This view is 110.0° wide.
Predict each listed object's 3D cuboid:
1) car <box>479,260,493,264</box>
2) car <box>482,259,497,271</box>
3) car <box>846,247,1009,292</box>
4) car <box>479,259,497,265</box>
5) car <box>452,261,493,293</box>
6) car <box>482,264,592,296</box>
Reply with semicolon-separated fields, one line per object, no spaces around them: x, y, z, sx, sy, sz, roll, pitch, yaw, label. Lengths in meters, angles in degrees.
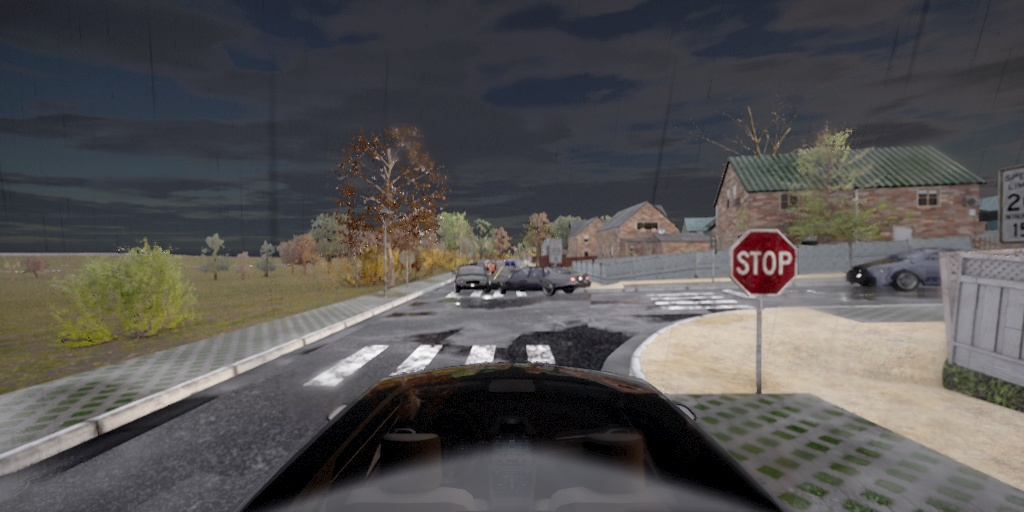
-3.013;1.299;30.554;2.033;1.411;5.357;0;0;0;car
-3.109;1.241;50.594;1.882;1.535;5.008;0;0;0;car
14.332;0.411;12.305;4.181;1.385;1.994;-3;0;16;car
-3.066;1.109;40.557;2.097;1.767;4.553;0;0;0;car
-2.356;1.252;20.743;1.837;1.490;4.892;0;0;-8;car
1.249;1.193;17.852;5.357;1.411;2.033;-4;-3;43;car
